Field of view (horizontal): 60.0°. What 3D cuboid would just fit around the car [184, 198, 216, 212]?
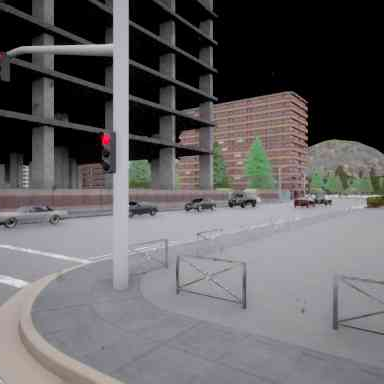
[{"bbox_3d":[1.023,1.449,38.446,1.837,1.490,4.892,0,0,35],"label":"car"}]

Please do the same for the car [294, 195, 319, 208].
[{"bbox_3d":[16.033,1.422,47.183,1.882,1.535,5.008,0,0,35],"label":"car"}]

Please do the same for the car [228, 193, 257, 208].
[{"bbox_3d":[7.251,1.166,47.155,2.150,2.045,5.566,0,0,35],"label":"car"}]

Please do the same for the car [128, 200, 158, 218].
[{"bbox_3d":[-4.976,1.470,29.984,1.812,1.442,4.674,0,0,36],"label":"car"}]

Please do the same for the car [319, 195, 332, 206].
[{"bbox_3d":[21.736,1.297,55.218,2.097,1.767,4.553,0,0,35],"label":"car"}]

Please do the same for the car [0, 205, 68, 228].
[{"bbox_3d":[-10.755,1.545,21.855,1.895,1.301,4.718,0,0,35],"label":"car"}]
